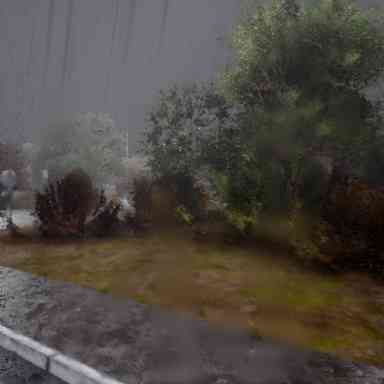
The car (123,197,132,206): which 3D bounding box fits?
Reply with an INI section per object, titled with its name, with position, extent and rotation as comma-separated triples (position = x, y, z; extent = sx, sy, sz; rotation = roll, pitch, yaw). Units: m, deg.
[car]
position = -10.385, 1.484, 47.813
extent = 1.812, 1.442, 4.674
rotation = 0, 0, 32
